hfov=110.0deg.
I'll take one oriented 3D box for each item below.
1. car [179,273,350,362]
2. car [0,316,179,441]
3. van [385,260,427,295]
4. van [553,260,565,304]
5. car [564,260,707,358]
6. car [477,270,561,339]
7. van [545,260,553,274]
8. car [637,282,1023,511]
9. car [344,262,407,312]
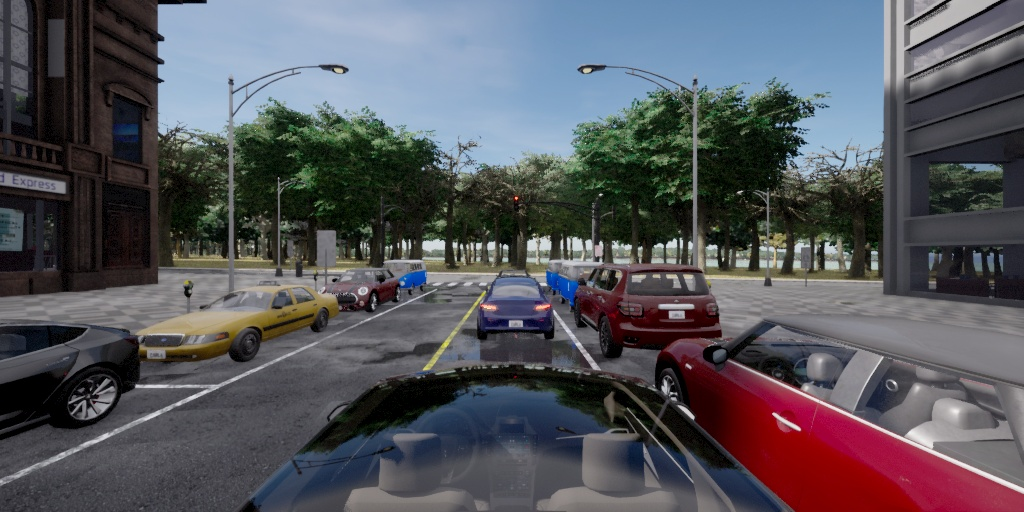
[{"bbox_3d":[-5.764,1.275,8.222,1.751,1.417,4.829,0,0,0],"label":"car"},{"bbox_3d":[-5.763,1.316,2.954,1.948,1.339,4.313,0,0,0],"label":"car"},{"bbox_3d":[-5.766,1.092,19.267,1.690,1.789,3.998,0,0,0],"label":"van"},{"bbox_3d":[2.760,1.091,13.831,1.690,1.789,3.998,0,0,0],"label":"van"},{"bbox_3d":[2.761,1.065,8.394,2.192,1.841,5.009,0,0,0],"label":"car"},{"bbox_3d":[0.097,1.276,9.931,1.812,1.442,4.674,0,0,0],"label":"car"},{"bbox_3d":[2.759,1.092,19.269,1.690,1.789,3.998,0,0,0],"label":"van"},{"bbox_3d":[2.763,1.190,2.956,1.967,1.591,4.097,0,0,0],"label":"car"},{"bbox_3d":[-5.765,1.190,13.829,1.967,1.591,4.097,0,0,0],"label":"car"}]
